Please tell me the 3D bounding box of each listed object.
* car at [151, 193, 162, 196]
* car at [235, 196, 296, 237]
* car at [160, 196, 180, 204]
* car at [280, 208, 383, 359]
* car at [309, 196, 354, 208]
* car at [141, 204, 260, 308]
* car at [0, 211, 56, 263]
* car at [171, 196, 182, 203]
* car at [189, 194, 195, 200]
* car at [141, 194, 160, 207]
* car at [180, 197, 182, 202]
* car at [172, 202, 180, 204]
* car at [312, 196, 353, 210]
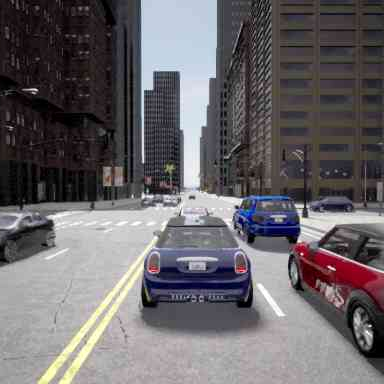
[{"bbox_3d":[-6.550,1.315,63.807,2.097,1.767,4.553,0,0,0],"label":"car"},{"bbox_3d":[3.352,1.211,15.860,2.150,2.045,5.566,0,0,-2],"label":"car"},{"bbox_3d":[-3.345,1.567,51.532,1.895,1.301,4.718,0,0,3],"label":"car"},{"bbox_3d":[3.345,1.349,6.140,2.097,1.767,4.553,0,0,0],"label":"car"},{"bbox_3d":[15.353,1.278,36.877,4.553,1.767,2.097,0,1,-1],"label":"car"},{"bbox_3d":[0.096,1.348,8.084,2.097,1.767,4.553,0,0,0],"label":"car"},{"bbox_3d":[-6.600,1.485,11.990,2.128,1.511,4.902,0,0,0],"label":"car"},{"bbox_3d":[-3.250,1.512,70.761,1.994,1.385,4.181,0,0,0],"label":"car"},{"bbox_3d":[0.000,1.458,92.237,1.837,1.490,4.892,0,0,0],"label":"car"},{"bbox_3d":[-6.595,1.458,50.884,2.128,1.511,4.902,0,0,0],"label":"car"},{"bbox_3d":[-3.318,1.526,60.912,1.994,1.385,4.181,0,0,1],"label":"car"},{"bbox_3d":[0.093,1.481,17.323,2.128,1.511,4.902,0,0,0],"label":"car"},{"bbox_3d":[16.679,1.324,39.577,4.097,1.590,1.967,0,1,0],"label":"car"}]
